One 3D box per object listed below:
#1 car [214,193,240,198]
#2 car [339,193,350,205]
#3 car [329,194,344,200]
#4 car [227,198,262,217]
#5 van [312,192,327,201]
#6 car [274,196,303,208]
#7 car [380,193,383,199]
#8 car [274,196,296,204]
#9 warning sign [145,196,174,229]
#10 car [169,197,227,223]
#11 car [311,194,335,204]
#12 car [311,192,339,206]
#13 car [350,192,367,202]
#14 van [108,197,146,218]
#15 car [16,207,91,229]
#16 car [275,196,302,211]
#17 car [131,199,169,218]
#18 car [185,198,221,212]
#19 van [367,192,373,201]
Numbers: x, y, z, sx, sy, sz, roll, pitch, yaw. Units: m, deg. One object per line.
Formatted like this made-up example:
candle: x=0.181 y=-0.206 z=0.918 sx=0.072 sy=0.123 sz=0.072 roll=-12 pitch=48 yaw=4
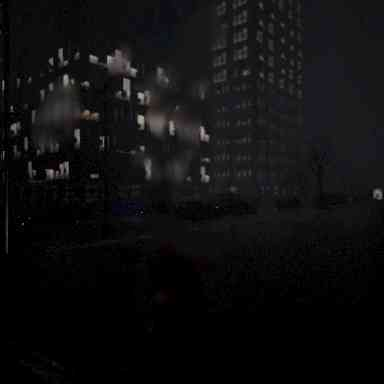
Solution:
car: x=3.647 y=1.168 z=38.628 sx=2.150 sy=2.045 sz=5.566 roll=-1 pitch=0 yaw=40
car: x=22.449 y=1.014 z=51.947 sx=2.192 sy=1.841 sz=5.009 roll=0 pitch=0 yaw=40
car: x=34.391 y=1.093 z=79.114 sx=1.947 sy=1.339 sz=4.313 roll=0 pitch=0 yaw=40
car: x=4.168 y=1.513 z=30.161 sx=1.947 sy=1.339 sz=4.313 roll=0 pitch=0 yaw=40
van: x=27.056 y=0.967 z=70.413 sx=1.690 sy=1.788 sz=3.998 roll=0 pitch=0 yaw=40
car: x=13.002 y=1.301 z=44.772 sx=1.882 sy=1.535 sz=5.008 roll=-1 pitch=0 yaw=40
car: x=48.118 y=0.905 z=82.394 sx=2.008 sy=1.369 sz=4.403 roll=0 pitch=0 yaw=40
car: x=16.057 y=1.340 z=57.366 sx=1.947 sy=1.339 sz=4.313 roll=0 pitch=0 yaw=40
warning sign: x=-1.919 y=1.149 z=19.384 sx=1.300 sy=1.860 sz=1.060 roll=-1 pitch=-1 yaw=40
car: x=0.543 y=1.437 z=25.775 sx=1.967 sy=1.590 sz=4.097 roll=0 pitch=0 yaw=40
car: x=21.741 y=1.197 z=55.141 sx=2.128 sy=1.511 sz=4.902 roll=-1 pitch=0 yaw=40
car: x=18.782 y=1.064 z=47.598 sx=2.192 sy=1.841 sz=5.009 roll=0 pitch=0 yaw=40
car: x=29.893 y=1.124 z=60.777 sx=1.752 sy=1.417 sz=4.829 roll=0 pitch=0 yaw=40
van: x=-6.037 y=1.415 z=31.349 sx=1.690 sy=1.788 sz=3.998 roll=0 pitch=0 yaw=40
car: x=-9.494 y=1.726 z=23.053 sx=1.895 sy=1.301 sz=4.718 roll=-1 pitch=0 yaw=38
car: x=11.450 y=1.430 z=38.901 sx=1.802 sy=1.307 sz=4.206 roll=0 pitch=0 yaw=40
car: x=-3.112 y=1.602 z=30.614 sx=1.994 sy=1.385 sz=4.181 roll=-1 pitch=0 yaw=40
car: x=1.383 y=1.518 z=39.976 sx=1.887 sy=1.381 sz=4.507 roll=0 pitch=0 yaw=40
van: x=37.117 y=0.842 z=69.345 sx=1.690 sy=1.788 sz=3.998 roll=0 pitch=0 yaw=40
